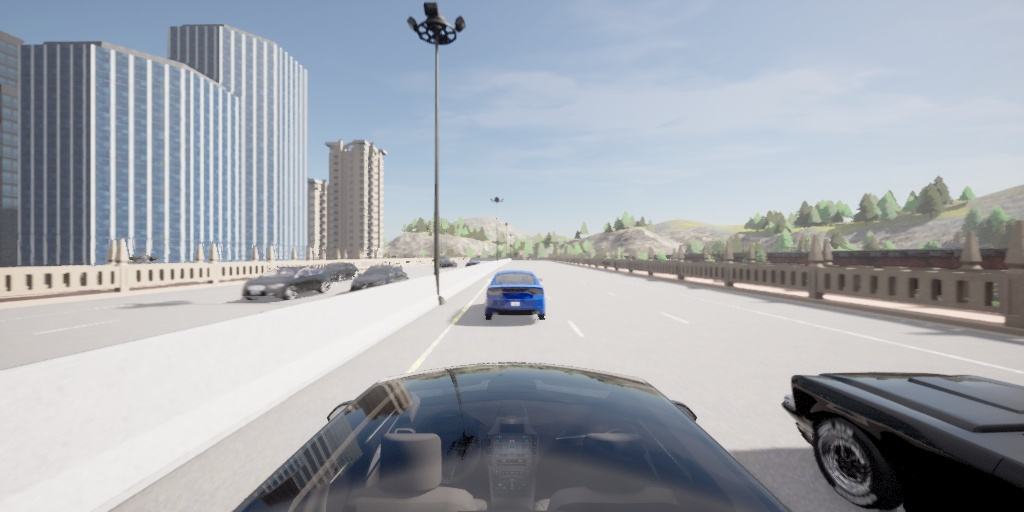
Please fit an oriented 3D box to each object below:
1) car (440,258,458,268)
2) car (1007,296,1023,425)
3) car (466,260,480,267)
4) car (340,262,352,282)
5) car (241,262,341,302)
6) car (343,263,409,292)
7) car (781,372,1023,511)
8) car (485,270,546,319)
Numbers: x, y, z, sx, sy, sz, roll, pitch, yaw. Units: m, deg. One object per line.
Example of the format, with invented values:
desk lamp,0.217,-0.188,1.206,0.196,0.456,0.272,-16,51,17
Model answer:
car,-10.178,1.354,58.888,1.895,1.301,4.718,0,0,2
car,7.099,1.241,1.917,2.128,1.511,4.902,0,0,0
car,-6.612,1.354,60.949,1.895,1.301,4.718,0,0,2
car,-14.091,1.257,29.105,1.837,1.490,4.892,0,0,0
car,-10.598,1.243,17.257,2.128,1.511,4.902,0,0,0
car,-7.097,1.256,19.689,1.837,1.490,4.892,0,0,0
car,3.599,1.351,1.386,1.895,1.301,4.718,0,0,0
car,0.101,1.228,12.802,1.882,1.535,5.008,0,0,0
